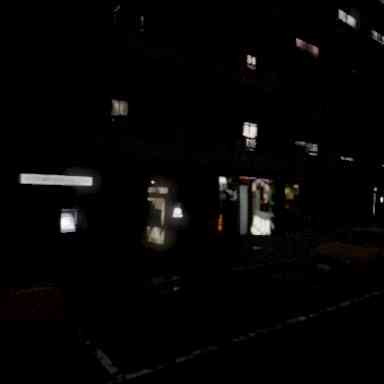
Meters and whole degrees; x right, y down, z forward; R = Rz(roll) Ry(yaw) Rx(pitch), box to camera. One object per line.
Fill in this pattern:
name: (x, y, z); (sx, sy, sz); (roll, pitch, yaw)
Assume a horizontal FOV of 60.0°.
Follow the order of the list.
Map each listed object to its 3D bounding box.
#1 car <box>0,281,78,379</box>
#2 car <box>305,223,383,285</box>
car: (-3.753, 1.513, 3.416); (4.829, 1.417, 1.752); (1, 0, -35)
car: (5.317, 1.635, 9.862); (4.829, 1.417, 1.752); (1, 0, -35)
